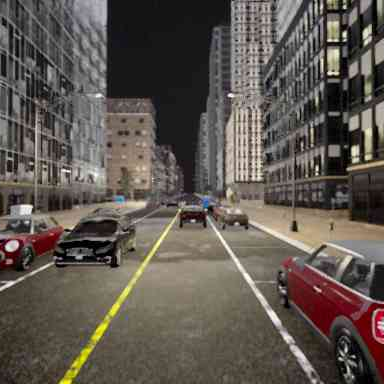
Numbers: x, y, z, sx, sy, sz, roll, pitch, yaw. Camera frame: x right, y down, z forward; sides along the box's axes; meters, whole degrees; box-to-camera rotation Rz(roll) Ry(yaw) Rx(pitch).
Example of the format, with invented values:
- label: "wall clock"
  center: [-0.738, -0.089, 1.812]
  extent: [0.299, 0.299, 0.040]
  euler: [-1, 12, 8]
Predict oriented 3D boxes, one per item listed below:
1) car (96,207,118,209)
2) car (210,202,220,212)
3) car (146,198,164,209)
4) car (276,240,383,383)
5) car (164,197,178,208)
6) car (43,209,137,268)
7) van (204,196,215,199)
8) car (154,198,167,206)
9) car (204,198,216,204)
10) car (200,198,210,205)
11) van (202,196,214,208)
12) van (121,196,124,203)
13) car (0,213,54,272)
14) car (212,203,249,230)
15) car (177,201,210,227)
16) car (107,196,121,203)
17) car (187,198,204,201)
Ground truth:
- label: "car"
  center: [-5.710, 1.684, 22.031]
  extent: [1.947, 1.339, 4.313]
  euler: [1, 0, 0]
- label: "car"
  center: [2.662, 1.729, 27.597]
  extent: [1.802, 1.307, 4.206]
  euler: [1, 0, 0]
- label: "car"
  center: [-5.745, 1.693, 49.905]
  extent: [1.967, 1.590, 4.097]
  euler: [1, 0, 0]
- label: "car"
  center: [2.694, 1.471, 5.290]
  extent: [1.967, 1.590, 4.097]
  euler: [1, 0, 0]
- label: "car"
  center: [-3.138, 1.833, 53.629]
  extent: [1.994, 1.385, 4.181]
  euler: [0, 0, 0]
- label: "car"
  center: [-3.116, 1.569, 11.594]
  extent: [1.837, 1.490, 4.892]
  euler: [0, 0, 0]
- label: "van"
  center: [2.636, 1.594, 49.906]
  extent: [1.690, 1.788, 3.998]
  euler: [1, 0, 0]
- label: "car"
  center: [-5.762, 1.867, 61.053]
  extent: [1.947, 1.339, 4.313]
  euler: [1, 0, 0]
- label: "car"
  center: [2.648, 1.767, 38.750]
  extent: [1.947, 1.339, 4.313]
  euler: [1, 0, 0]
- label: "car"
  center: [2.611, 1.868, 66.635]
  extent: [1.887, 1.381, 4.507]
  euler: [1, 0, 0]
- label: "van"
  center: [2.629, 1.618, 55.483]
  extent: [1.690, 1.788, 3.998]
  euler: [1, 0, 0]
- label: "van"
  center: [-19.853, 1.938, 87.919]
  extent: [3.998, 1.788, 1.690]
  euler: [0, -1, 1]
- label: "car"
  center: [-5.694, 1.501, 10.883]
  extent: [1.967, 1.590, 4.097]
  euler: [1, 0, 0]
- label: "car"
  center: [2.670, 1.669, 22.020]
  extent: [2.008, 1.369, 4.403]
  euler: [1, 0, 0]
- label: "car"
  center: [0.068, 1.636, 24.193]
  extent: [1.837, 1.490, 4.892]
  euler: [0, 0, 0]
- label: "car"
  center: [-19.950, 1.998, 79.537]
  extent: [4.403, 1.369, 2.008]
  euler: [0, -1, 1]
- label: "car"
  center: [0.046, 1.569, 41.866]
  extent: [2.097, 1.767, 4.553]
  euler: [0, 0, 0]
